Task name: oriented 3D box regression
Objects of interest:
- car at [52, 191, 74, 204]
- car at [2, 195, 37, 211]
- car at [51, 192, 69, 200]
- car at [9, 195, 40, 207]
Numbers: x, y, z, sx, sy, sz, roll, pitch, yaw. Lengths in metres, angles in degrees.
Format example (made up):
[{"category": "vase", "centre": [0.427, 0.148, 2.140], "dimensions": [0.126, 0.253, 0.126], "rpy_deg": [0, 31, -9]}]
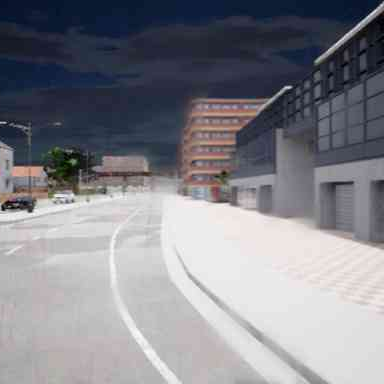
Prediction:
[{"category": "car", "centre": [-20.543, 0.819, 53.352], "dimensions": [2.150, 2.045, 5.566], "rpy_deg": [0, 1, -4]}, {"category": "car", "centre": [-19.176, 1.325, 36.716], "dimensions": [1.994, 1.385, 4.181], "rpy_deg": [0, 1, -5]}, {"category": "car", "centre": [-24.786, 0.758, 62.672], "dimensions": [1.837, 1.490, 4.892], "rpy_deg": [0, 1, -5]}, {"category": "car", "centre": [-23.491, 1.182, 46.798], "dimensions": [2.128, 1.511, 4.902], "rpy_deg": [0, 1, -4]}]
